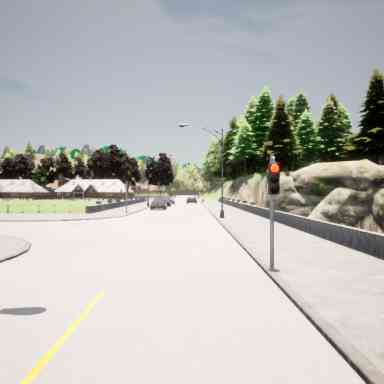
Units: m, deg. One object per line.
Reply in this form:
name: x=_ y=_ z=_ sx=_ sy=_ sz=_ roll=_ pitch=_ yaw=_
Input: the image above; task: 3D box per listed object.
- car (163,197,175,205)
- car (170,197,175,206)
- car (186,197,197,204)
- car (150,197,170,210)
car: x=-4.225 y=1.601 z=62.154 sx=1.895 sy=1.301 sz=4.718 roll=0 pitch=0 yaw=0
car: x=-4.233 y=1.547 z=52.341 sx=2.033 sy=1.411 sz=5.357 roll=0 pitch=0 yaw=-1
car: x=-0.074 y=1.564 z=65.165 sx=1.994 sy=1.385 sz=4.181 roll=0 pitch=0 yaw=0
car: x=-4.214 y=1.526 z=42.633 sx=1.812 sy=1.442 sz=4.674 roll=0 pitch=0 yaw=-1
